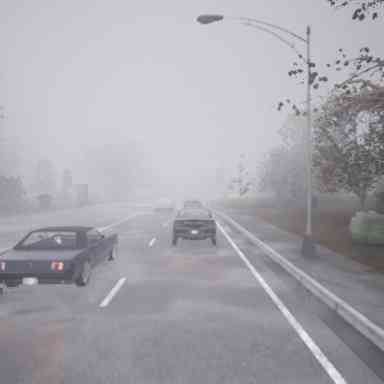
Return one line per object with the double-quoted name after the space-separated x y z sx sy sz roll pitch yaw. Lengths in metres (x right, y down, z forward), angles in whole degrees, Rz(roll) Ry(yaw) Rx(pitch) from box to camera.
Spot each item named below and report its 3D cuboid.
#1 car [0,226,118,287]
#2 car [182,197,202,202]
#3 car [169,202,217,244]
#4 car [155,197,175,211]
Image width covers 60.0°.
-3.403 1.581 9.223 1.895 1.301 4.718 0 0 0 "car"
0.036 1.315 35.081 2.128 1.511 4.902 0 0 0 "car"
0.096 1.435 15.631 1.882 1.535 5.008 0 0 0 "car"
-2.962 1.335 37.094 1.812 1.442 4.674 0 1 3 "car"
